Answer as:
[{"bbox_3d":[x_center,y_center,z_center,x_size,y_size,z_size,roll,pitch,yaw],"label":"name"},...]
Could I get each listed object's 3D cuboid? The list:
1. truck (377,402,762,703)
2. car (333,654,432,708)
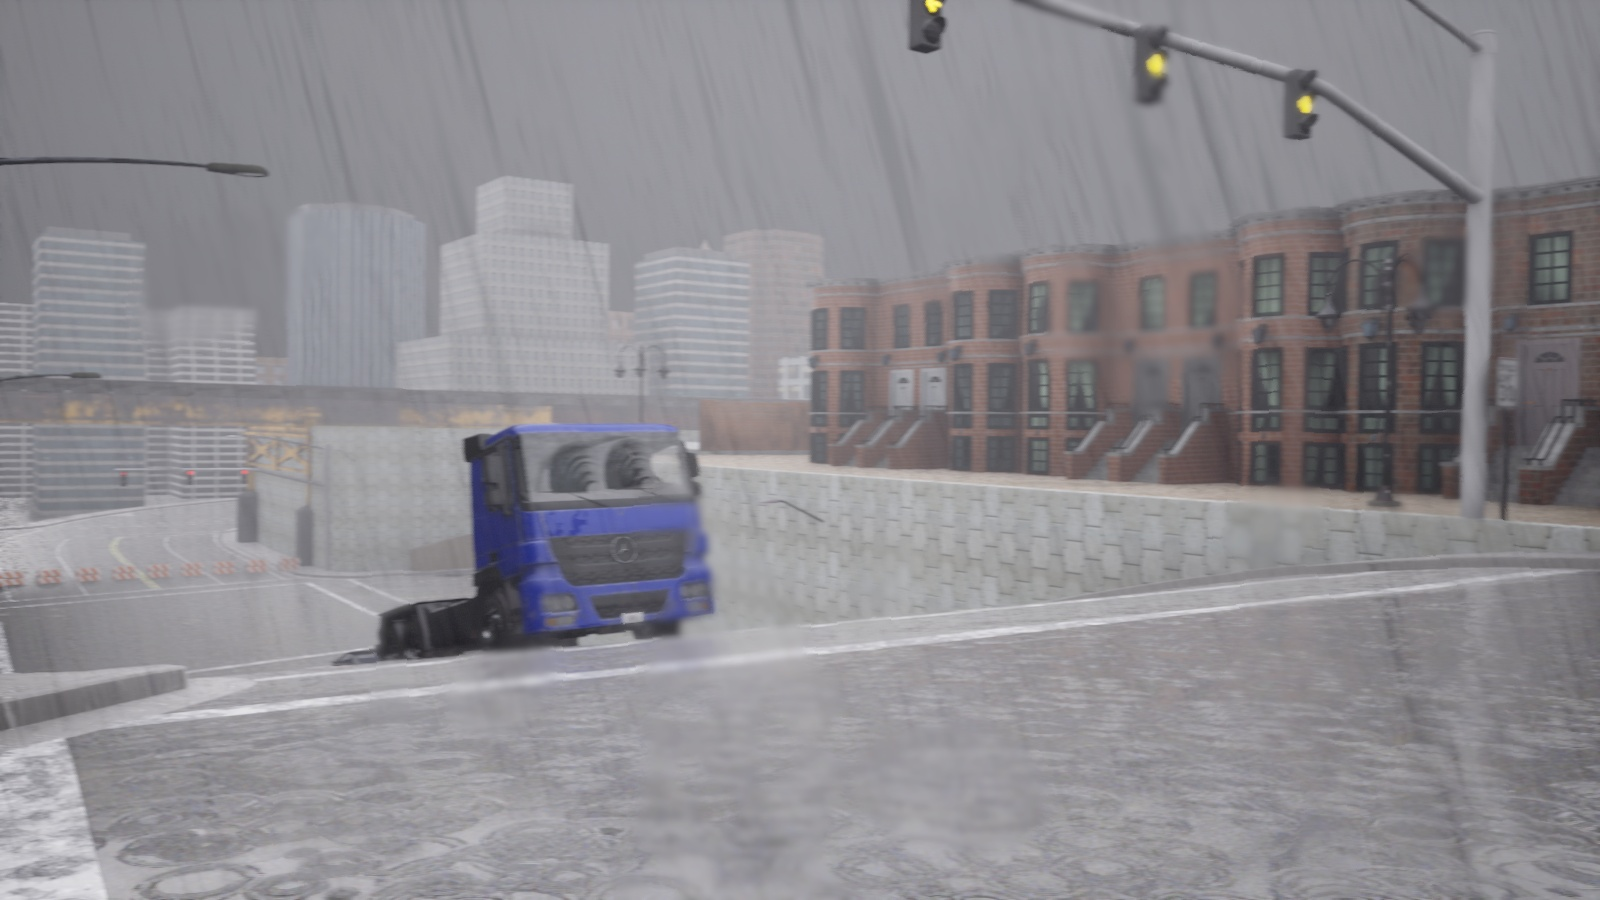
[{"bbox_3d":[-4.124,1.904,20.212,2.891,3.462,7.936,-2,-11,-34],"label":"truck"},{"bbox_3d":[-13.763,7.535,41.220,1.994,1.385,4.181,-1,-6,-34],"label":"car"}]
